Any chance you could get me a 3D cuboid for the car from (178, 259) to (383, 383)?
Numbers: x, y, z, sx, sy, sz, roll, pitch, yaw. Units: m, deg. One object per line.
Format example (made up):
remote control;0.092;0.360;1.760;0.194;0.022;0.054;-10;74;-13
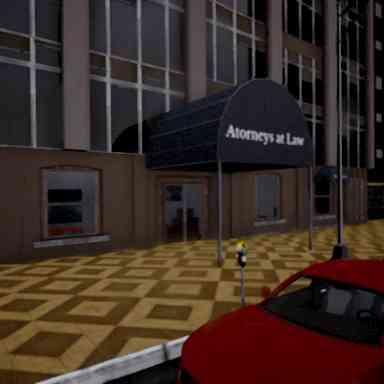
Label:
car;1.917;1.543;3.880;4.507;1.381;1.887;0;-1;-36
